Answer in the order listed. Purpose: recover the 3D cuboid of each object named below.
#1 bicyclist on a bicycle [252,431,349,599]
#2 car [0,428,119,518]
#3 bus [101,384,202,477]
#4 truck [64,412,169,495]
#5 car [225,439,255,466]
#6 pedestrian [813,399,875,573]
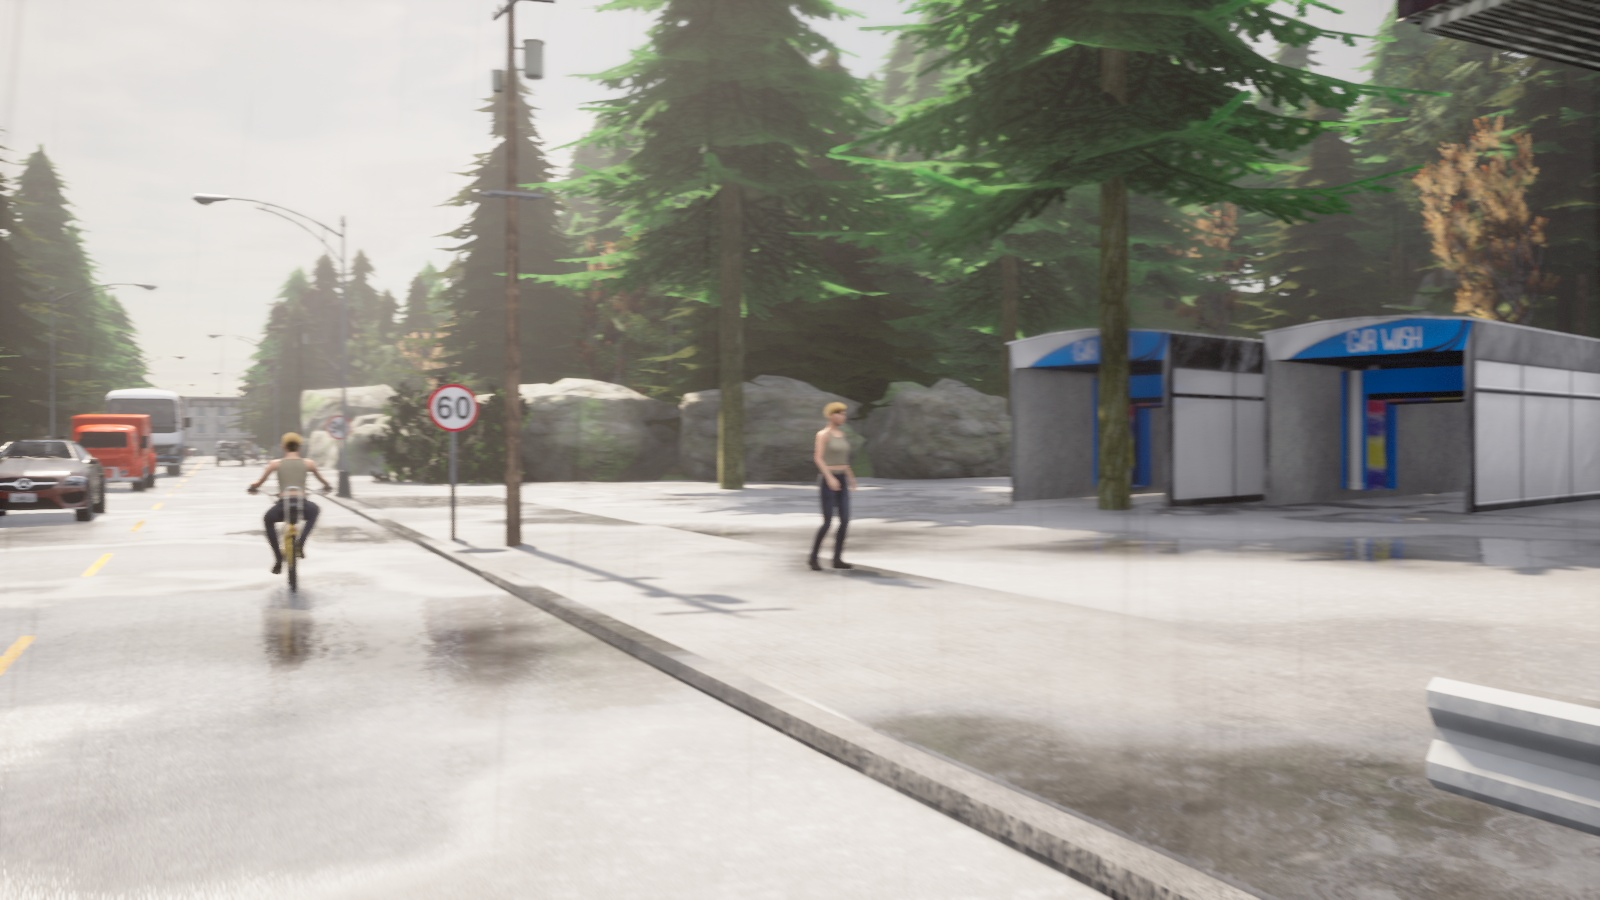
[{"bbox_3d":[-5.166,0.619,12.937,0.866,1.612,1.509,0,0,-24],"label":"bicyclist on a bicycle"},{"bbox_3d":[-15.351,0.410,25.687,2.152,1.651,5.027,0,0,-24],"label":"car"},{"bbox_3d":[-32.251,-0.921,62.904,3.944,4.253,10.273,0,0,-24],"label":"bus"},{"bbox_3d":[-22.852,0.030,42.212,2.627,2.467,5.204,0,3,-24],"label":"truck"},{"bbox_3d":[-40.172,0.136,90.084,1.932,1.855,4.605,0,1,-24],"label":"car"},{"bbox_3d":[0.471,0.378,13.528,0.594,1.836,0.345,0,0,44],"label":"pedestrian"}]
